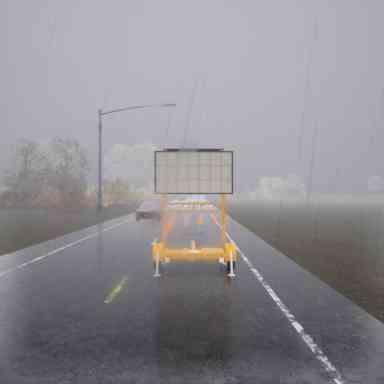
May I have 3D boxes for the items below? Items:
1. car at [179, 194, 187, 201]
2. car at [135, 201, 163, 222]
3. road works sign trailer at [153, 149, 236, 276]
[{"bbox_3d":[-2.459,1.419,88.916,2.097,1.767,4.553,0,0,1],"label":"car"},{"bbox_3d":[-3.345,1.492,27.113,1.882,1.535,5.008,0,0,0],"label":"car"},{"bbox_3d":[0.057,0.469,10.302,2.380,3.560,2.880,0,0,-1],"label":"road works sign trailer"}]
